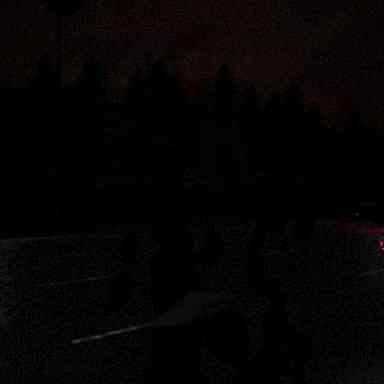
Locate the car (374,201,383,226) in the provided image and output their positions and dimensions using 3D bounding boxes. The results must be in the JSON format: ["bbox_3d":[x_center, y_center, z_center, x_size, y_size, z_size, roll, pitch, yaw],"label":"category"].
[{"bbox_3d":[13.856,1.481,20.947,4.892,1.490,1.837,0,0,-32],"label":"car"}]

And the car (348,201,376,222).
[{"bbox_3d":[13.912,1.449,25.128,5.008,1.535,1.882,0,0,-32],"label":"car"}]
